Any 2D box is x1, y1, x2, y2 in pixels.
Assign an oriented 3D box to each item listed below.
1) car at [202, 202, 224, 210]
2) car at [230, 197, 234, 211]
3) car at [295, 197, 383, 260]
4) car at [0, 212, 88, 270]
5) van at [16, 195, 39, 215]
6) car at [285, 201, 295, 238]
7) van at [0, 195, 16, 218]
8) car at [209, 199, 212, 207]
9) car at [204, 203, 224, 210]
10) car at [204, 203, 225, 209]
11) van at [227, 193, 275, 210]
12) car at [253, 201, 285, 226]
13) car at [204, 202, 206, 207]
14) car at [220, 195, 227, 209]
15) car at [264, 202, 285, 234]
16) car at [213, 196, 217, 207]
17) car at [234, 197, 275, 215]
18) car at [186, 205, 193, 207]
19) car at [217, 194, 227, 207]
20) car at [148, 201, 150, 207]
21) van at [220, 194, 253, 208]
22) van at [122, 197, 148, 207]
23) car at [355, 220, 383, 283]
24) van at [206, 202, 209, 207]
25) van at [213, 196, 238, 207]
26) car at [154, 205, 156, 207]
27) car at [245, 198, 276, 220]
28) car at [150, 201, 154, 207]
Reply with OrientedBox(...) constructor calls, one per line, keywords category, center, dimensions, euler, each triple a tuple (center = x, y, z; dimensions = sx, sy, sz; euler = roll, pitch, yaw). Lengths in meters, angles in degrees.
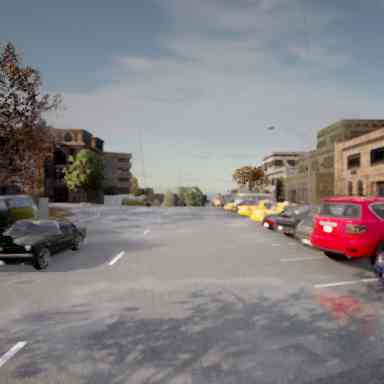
OrientedBox(category="car", center=(5.856, 3.940, 92.574), dimensions=(5.566, 2.045, 2.435), euler=(3, -5, -21))
OrientedBox(category="car", center=(6.446, 1.445, 31.085), dimensions=(4.792, 1.488, 2.163), euler=(1, 0, -20))
OrientedBox(category="car", center=(6.447, 1.196, 10.554), dimensions=(5.566, 2.045, 2.435), euler=(1, 0, -20))
OrientedBox(category="car", center=(-5.091, 1.561, 11.017), dimensions=(1.895, 1.301, 4.718), euler=(0, 0, 0))
OrientedBox(category="van", center=(-11.288, 1.203, 19.510), dimensions=(4.442, 1.987, 1.878), euler=(-1, 0, -20))
OrientedBox(category="car", center=(6.453, 1.314, 13.477), dimensions=(4.553, 1.767, 2.185), euler=(1, 0, -20))
OrientedBox(category="van", center=(-11.505, 1.211, 16.477), dimensions=(4.442, 1.987, 1.878), euler=(-1, 0, -20))
OrientedBox(category="car", center=(6.278, 1.917, 60.359), dimensions=(5.008, 1.535, 2.097), euler=(2, -3, -21))
OrientedBox(category="car", center=(5.873, 3.947, 89.617), dimensions=(4.892, 1.521, 2.231), euler=(3, -5, -21))
OrientedBox(category="car", center=(5.923, 3.715, 86.688), dimensions=(4.892, 1.521, 2.231), euler=(2, -5, -21))
OrientedBox(category="van", center=(6.310, 1.185, 33.961), dimensions=(4.442, 1.987, 1.878), euler=(1, 0, -20))
OrientedBox(category="car", center=(6.387, 1.458, 19.335), dimensions=(4.792, 1.488, 2.163), euler=(1, 0, -20))
OrientedBox(category="car", center=(6.070, 3.047, 77.915), dimensions=(5.008, 1.535, 2.097), euler=(2, -4, -21))
OrientedBox(category="car", center=(6.236, 1.404, 36.877), dimensions=(5.366, 1.575, 1.946), euler=(1, 0, -20))
OrientedBox(category="car", center=(6.411, 1.435, 16.409), dimensions=(4.892, 1.521, 2.231), euler=(1, 0, -20))
OrientedBox(category="car", center=(6.348, 1.580, 51.590), dimensions=(4.892, 1.521, 2.231), euler=(2, -2, -20))
OrientedBox(category="car", center=(6.596, 1.418, 28.201), dimensions=(5.366, 1.575, 1.946), euler=(1, 0, -20))
OrientedBox(category="car", center=(-0.600, 4.281, 93.063), dimensions=(2.128, 1.511, 4.902), euler=(0, -5, -1))
OrientedBox(category="car", center=(6.379, 1.157, 39.868), dimensions=(5.566, 2.045, 2.435), euler=(1, 0, -20))
OrientedBox(category="car", center=(-11.660, 2.285, 68.306), dimensions=(4.553, 1.767, 2.185), euler=(1, -4, -21))
OrientedBox(category="van", center=(6.470, 1.283, 48.714), dimensions=(4.442, 1.987, 1.878), euler=(1, -2, -20))
OrientedBox(category="van", center=(-11.484, 1.994, 65.378), dimensions=(4.442, 1.987, 1.878), euler=(1, -3, -21))
OrientedBox(category="car", center=(6.419, 1.496, 7.606), dimensions=(4.674, 1.452, 2.002), euler=(1, 0, -20))
OrientedBox(category="van", center=(6.214, 2.616, 75.046), dimensions=(4.442, 1.987, 1.878), euler=(2, -5, -21))
OrientedBox(category="van", center=(6.355, 1.849, 63.339), dimensions=(4.442, 1.987, 1.878), euler=(2, -4, -21))
OrientedBox(category="car", center=(-11.757, 3.134, 80.265), dimensions=(4.553, 1.767, 2.185), euler=(1, -4, -21))
OrientedBox(category="car", center=(6.594, 1.424, 22.340), dimensions=(5.366, 1.575, 1.946), euler=(1, 0, -20))
OrientedBox(category="car", center=(-11.646, 2.365, 71.329), dimensions=(5.566, 2.045, 2.435), euler=(1, -4, -21))
